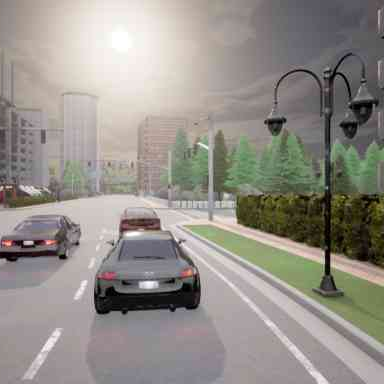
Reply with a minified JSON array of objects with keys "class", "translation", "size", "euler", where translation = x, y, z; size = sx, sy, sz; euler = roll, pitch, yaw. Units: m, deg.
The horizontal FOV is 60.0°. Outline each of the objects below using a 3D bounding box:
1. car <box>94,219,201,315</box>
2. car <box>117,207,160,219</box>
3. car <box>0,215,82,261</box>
[{"class":"car","translation":[-1.041,1.564,7.701],"size":[1.994,1.385,4.181],"euler":[0,0,-9]},{"class":"car","translation":[-2.658,1.477,16.539],"size":[1.882,1.535,5.008],"euler":[0,0,-12]},{"class":"car","translation":[-5.316,1.547,12.266],"size":[2.033,1.411,5.357],"euler":[0,0,-11]}]
